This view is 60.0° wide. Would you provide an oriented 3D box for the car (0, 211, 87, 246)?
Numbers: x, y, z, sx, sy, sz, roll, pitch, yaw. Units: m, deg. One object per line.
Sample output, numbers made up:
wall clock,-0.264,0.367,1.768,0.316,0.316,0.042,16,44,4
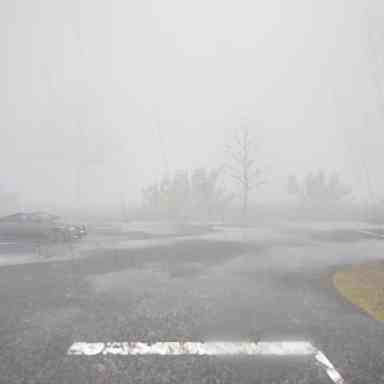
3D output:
car,-6.848,1.551,14.605,4.181,1.385,1.994,0,0,-1
